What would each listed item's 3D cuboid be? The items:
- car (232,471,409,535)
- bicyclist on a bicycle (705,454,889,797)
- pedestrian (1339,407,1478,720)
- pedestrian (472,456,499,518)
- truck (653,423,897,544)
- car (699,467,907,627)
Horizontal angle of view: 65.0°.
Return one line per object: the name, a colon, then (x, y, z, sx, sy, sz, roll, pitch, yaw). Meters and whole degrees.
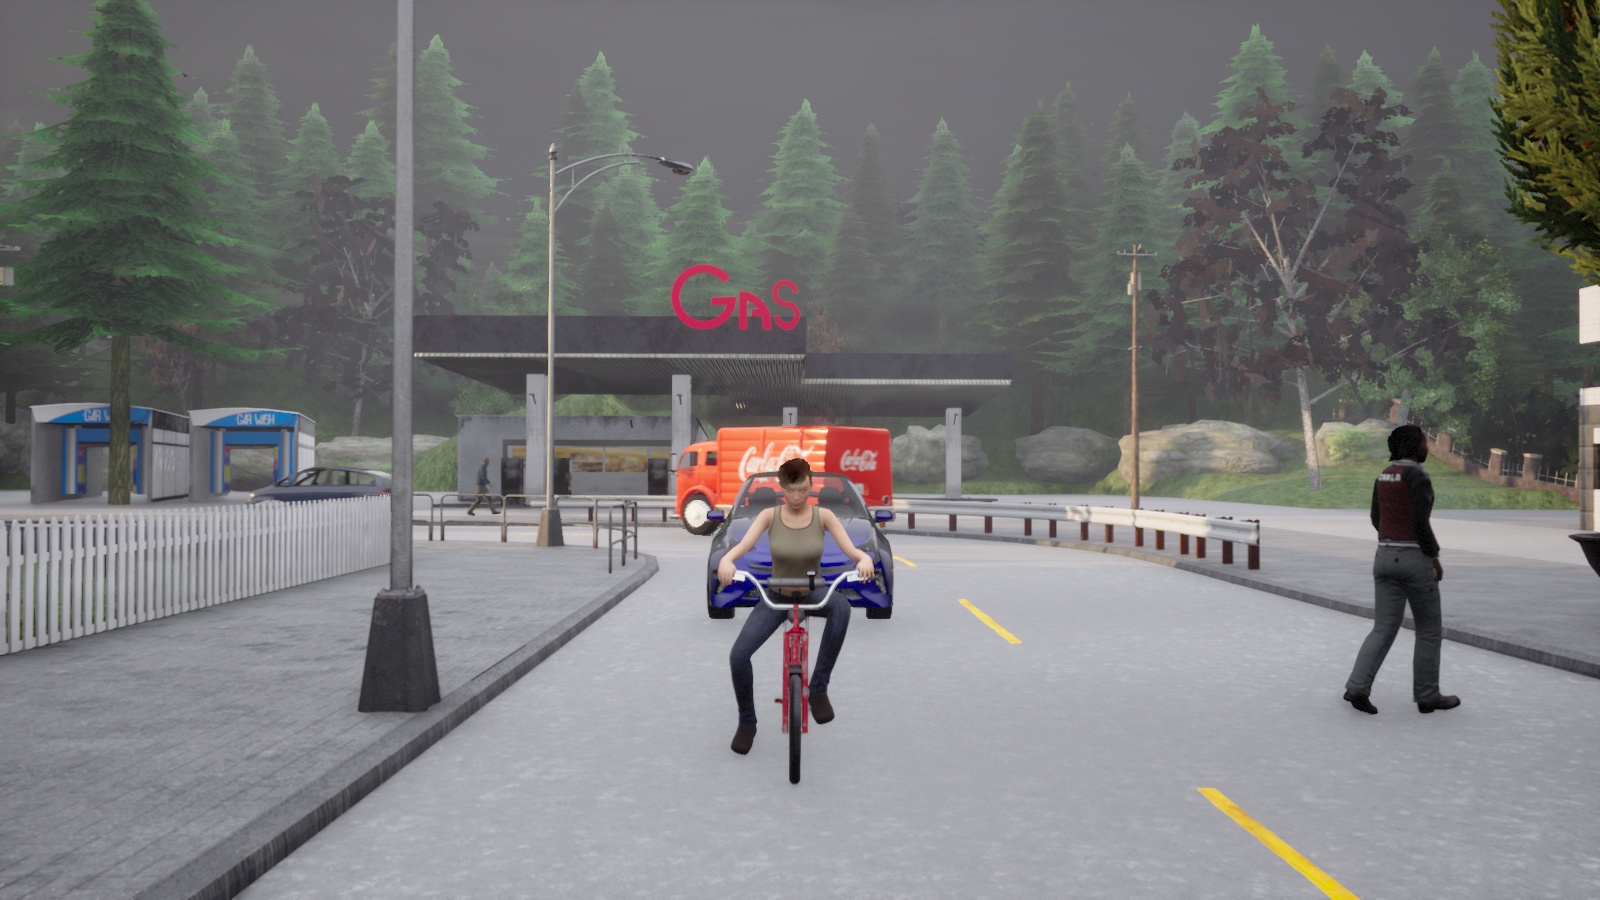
car: (-11.872, 1.291, 31.235, 3.705, 1.549, 1.789, 0, -1, 1)
bicyclist on a bicycle: (-0.014, 0.844, 6.686, 0.866, 1.612, 1.509, 0, -1, 0)
pedestrian: (3.876, 0.704, 8.018, 0.666, 1.930, 0.402, 0, -1, -10)
pedestrian: (-9.363, 1.102, 37.355, 0.726, 1.842, 0.402, 0, -1, -6)
truck: (-0.646, 0.742, 28.470, 5.204, 2.467, 2.627, -1, -2, 44)
car: (-0.016, 0.966, 14.367, 2.007, 1.525, 4.514, 0, -1, -1)
